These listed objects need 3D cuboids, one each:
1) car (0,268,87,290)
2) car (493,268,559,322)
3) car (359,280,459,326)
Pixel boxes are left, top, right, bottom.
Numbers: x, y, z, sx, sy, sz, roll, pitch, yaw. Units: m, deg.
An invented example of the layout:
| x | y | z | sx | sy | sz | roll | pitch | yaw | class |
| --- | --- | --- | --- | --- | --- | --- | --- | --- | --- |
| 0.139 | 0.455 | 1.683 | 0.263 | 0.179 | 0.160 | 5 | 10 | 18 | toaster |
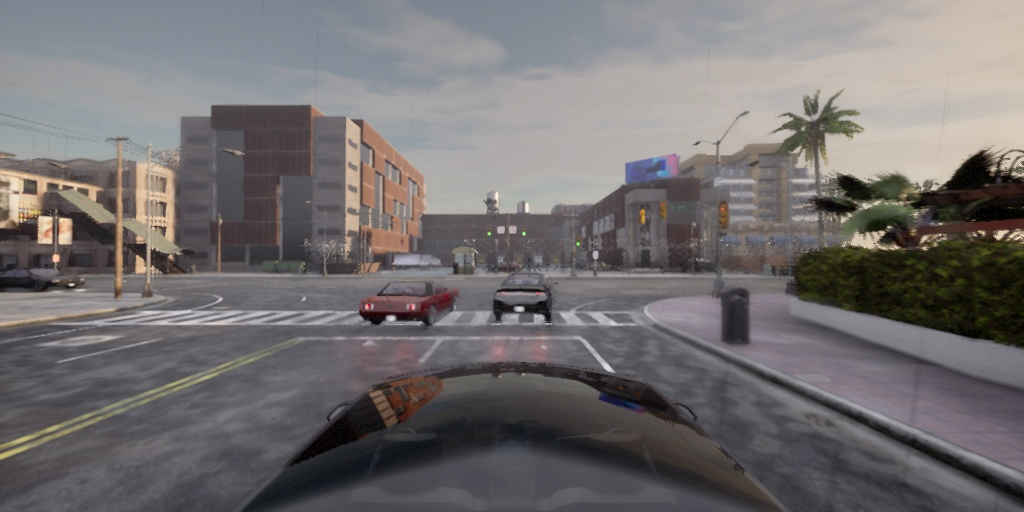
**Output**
| x | y | z | sx | sy | sz | roll | pitch | yaw | class |
| --- | --- | --- | --- | --- | --- | --- | --- | --- | --- |
| -31.920 | 1.516 | 23.871 | 5.357 | 1.411 | 2.033 | 0 | -1 | 0 | car |
| 0.604 | 1.350 | 12.830 | 2.128 | 1.511 | 4.902 | 0 | -1 | 9 | car |
| -3.147 | 1.453 | 12.114 | 1.895 | 1.301 | 4.718 | 0 | -1 | 5 | car |
